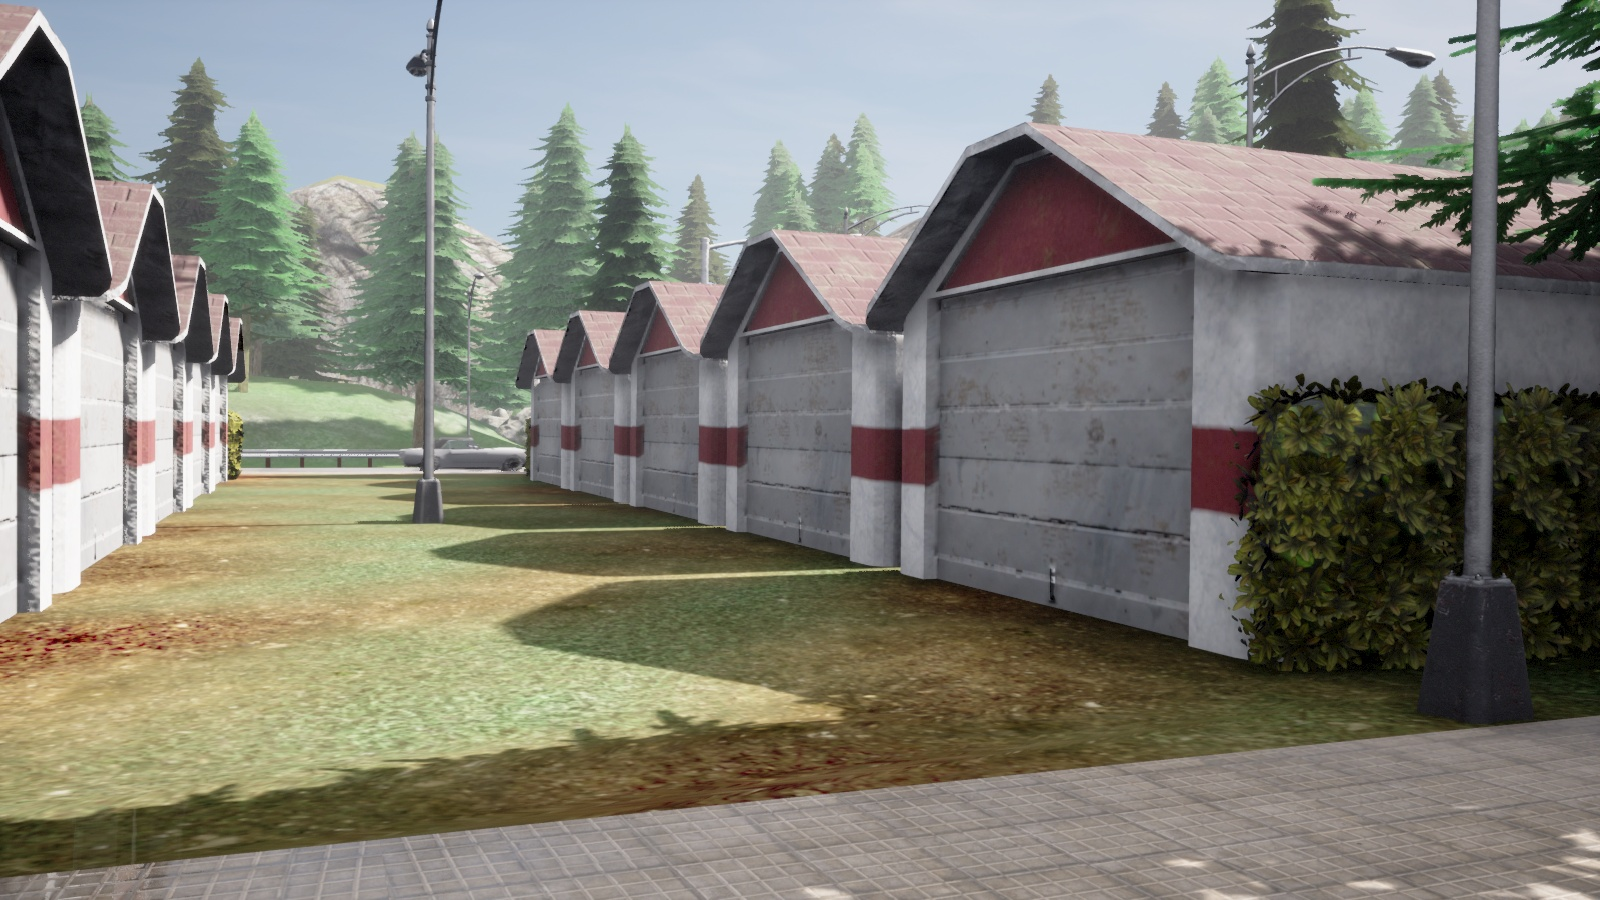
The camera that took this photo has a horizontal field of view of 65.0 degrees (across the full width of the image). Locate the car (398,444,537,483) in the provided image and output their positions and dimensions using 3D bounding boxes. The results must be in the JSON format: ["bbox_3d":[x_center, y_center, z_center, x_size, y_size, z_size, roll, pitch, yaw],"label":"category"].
[{"bbox_3d":[-12.120,0.462,45.822,4.718,1.301,1.895,-1,1,-20],"label":"car"}]
